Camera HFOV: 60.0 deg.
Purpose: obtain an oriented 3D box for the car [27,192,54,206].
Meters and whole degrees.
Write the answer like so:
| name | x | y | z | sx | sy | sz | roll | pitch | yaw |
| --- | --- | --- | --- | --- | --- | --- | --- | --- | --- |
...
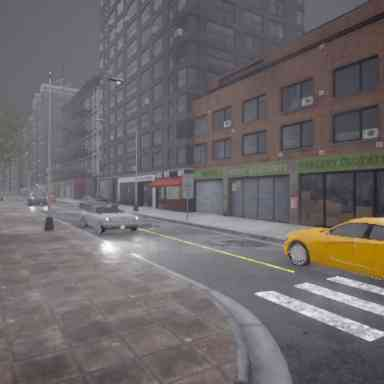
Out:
| name | x | y | z | sx | sy | sz | roll | pitch | yaw |
| --- | --- | --- | --- | --- | --- | --- | --- | --- | --- |
| car | -18.261 | 0.733 | 39.577 | 2.097 | 1.767 | 4.553 | 0 | 0 | -32 |

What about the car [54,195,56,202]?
| name | x | y | z | sx | sy | sz | roll | pitch | yaw |
| --- | --- | --- | --- | --- | --- | --- | --- | --- | --- |
| car | -22.584 | 0.703 | 51.808 | 2.097 | 1.767 | 4.553 | 0 | 0 | -30 |

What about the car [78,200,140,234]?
| name | x | y | z | sx | sy | sz | roll | pitch | yaw |
| --- | --- | --- | --- | --- | --- | --- | --- | --- | --- |
| car | -4.403 | 1.301 | 17.402 | 1.895 | 1.301 | 4.718 | 0 | 1 | -32 |

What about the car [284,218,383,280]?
| name | x | y | z | sx | sy | sz | roll | pitch | yaw |
| --- | --- | --- | --- | --- | --- | --- | --- | --- | --- |
| car | 4.656 | 1.393 | 8.539 | 1.882 | 1.535 | 5.008 | 0 | 1 | -32 |

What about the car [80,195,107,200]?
| name | x | y | z | sx | sy | sz | roll | pitch | yaw |
| --- | --- | --- | --- | --- | --- | --- | --- | --- | --- |
| car | -8.956 | 1.022 | 30.183 | 2.128 | 1.511 | 4.902 | 0 | 1 | -32 |
